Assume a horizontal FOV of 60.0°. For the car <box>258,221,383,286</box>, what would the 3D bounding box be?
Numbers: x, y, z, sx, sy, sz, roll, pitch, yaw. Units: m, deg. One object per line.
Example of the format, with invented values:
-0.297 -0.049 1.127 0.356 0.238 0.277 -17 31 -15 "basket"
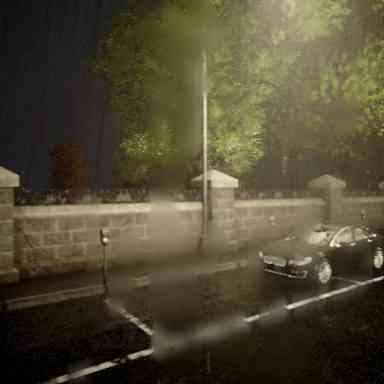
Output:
3.722 1.524 9.216 4.403 1.369 2.008 0 0 -35 "car"
